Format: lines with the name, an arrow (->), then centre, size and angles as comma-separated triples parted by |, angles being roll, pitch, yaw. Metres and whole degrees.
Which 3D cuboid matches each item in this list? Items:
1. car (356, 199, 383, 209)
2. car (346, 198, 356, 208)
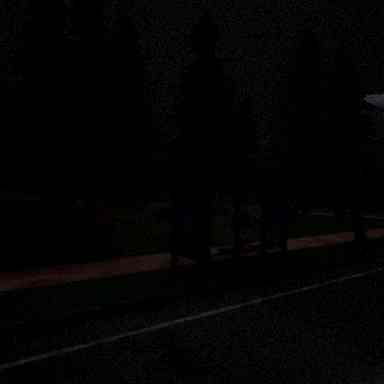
car -> 26.917, 1.624, 49.540 | 4.605, 1.855, 1.932 | 1, 0, -37
car -> 25.098, 1.622, 51.318 | 3.866, 1.878, 1.905 | 1, 0, -37
